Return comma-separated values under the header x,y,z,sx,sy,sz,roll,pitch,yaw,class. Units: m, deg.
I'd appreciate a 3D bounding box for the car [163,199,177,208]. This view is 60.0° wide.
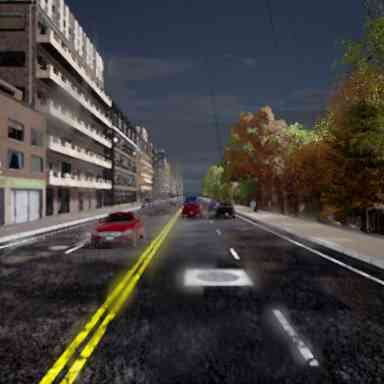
x,y,z,sx,sy,sz,roll,pitch,yaw,class
-3.283,1.734,50.216,1.895,1.301,4.718,0,0,0,car

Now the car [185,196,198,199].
x,y,z,sx,sy,sz,roll,pitch,yaw,class
-0.021,1.596,44.516,2.150,2.045,5.566,0,0,0,car

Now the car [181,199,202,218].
x,y,z,sx,sy,sz,roll,pitch,yaw,class
-0.021,1.754,33.041,1.882,1.535,5.008,0,0,0,car

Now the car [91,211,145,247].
x,y,z,sx,sy,sz,roll,pitch,yaw,class
-3.359,1.660,15.896,1.812,1.442,4.674,0,0,0,car

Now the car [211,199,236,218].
x,y,z,sx,sy,sz,roll,pitch,yaw,class
3.229,1.783,33.196,1.837,1.490,4.892,0,0,0,car

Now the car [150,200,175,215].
x,y,z,sx,sy,sz,roll,pitch,yaw,class
-3.275,1.870,38.418,2.033,1.411,5.357,0,0,0,car

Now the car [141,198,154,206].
x,y,z,sx,sy,sz,roll,pitch,yaw,class
-6.533,1.664,50.244,1.812,1.442,4.674,0,0,0,car

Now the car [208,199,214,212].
x,y,z,sx,sy,sz,roll,pitch,yaw,class
3.240,1.730,45.442,2.097,1.767,4.553,0,-1,0,car
